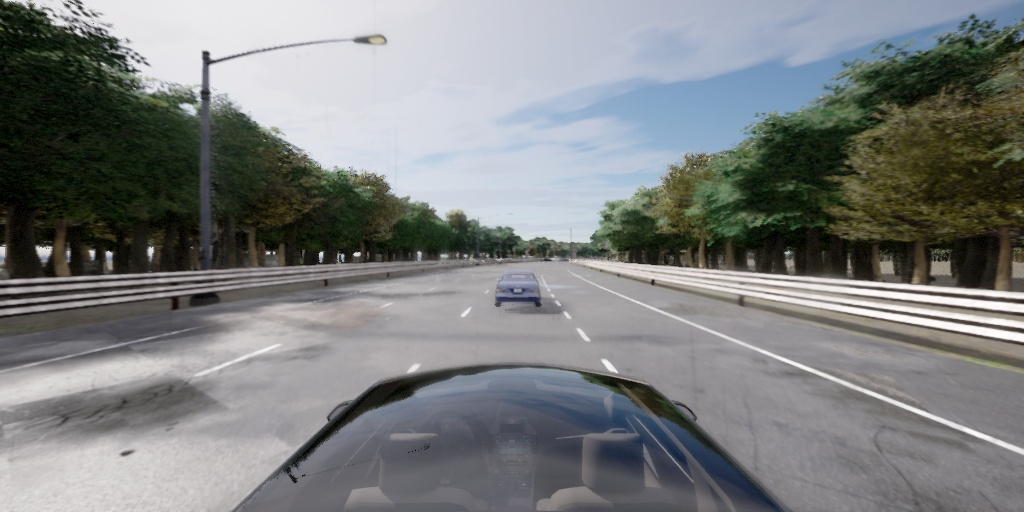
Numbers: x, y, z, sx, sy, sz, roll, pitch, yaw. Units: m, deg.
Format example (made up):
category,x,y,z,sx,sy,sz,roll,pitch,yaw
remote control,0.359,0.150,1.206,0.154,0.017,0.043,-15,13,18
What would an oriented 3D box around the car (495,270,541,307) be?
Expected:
category,x,y,z,sx,sy,sz,roll,pitch,yaw
car,0.266,1.307,15.589,2.033,1.411,5.357,0,0,1
